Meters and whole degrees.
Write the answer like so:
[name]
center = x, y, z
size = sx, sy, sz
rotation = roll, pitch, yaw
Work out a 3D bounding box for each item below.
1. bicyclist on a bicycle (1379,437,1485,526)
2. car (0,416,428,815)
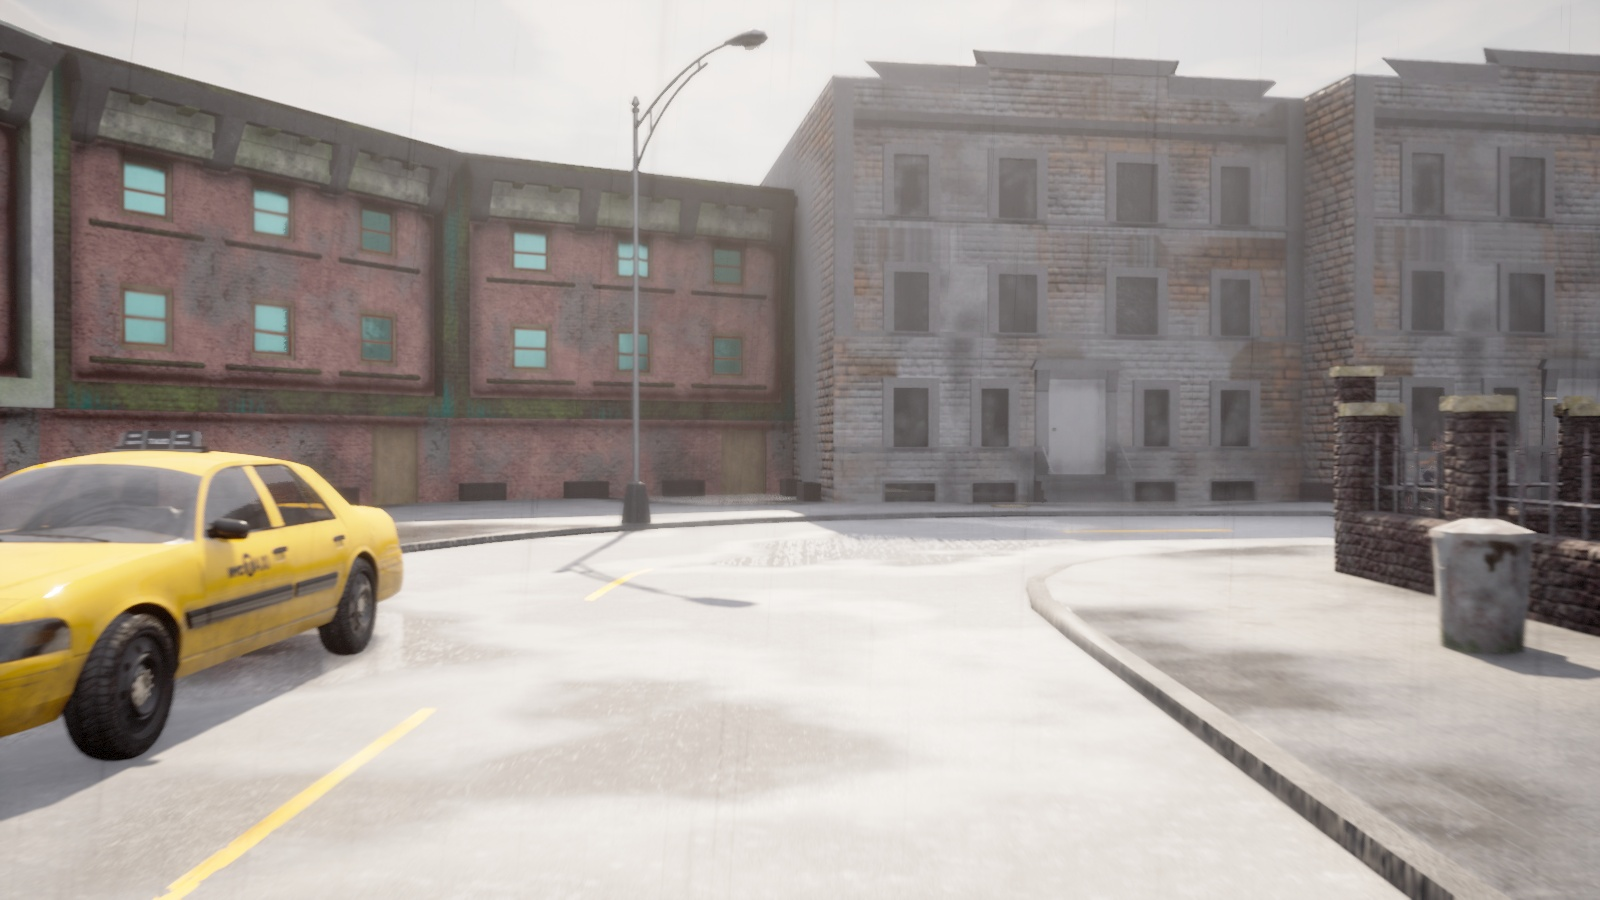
[bicyclist on a bicycle]
center = 11.631, 0.562, 23.158
size = 1.509, 1.612, 0.866
rotation = 0, 0, 0
[car]
center = -3.980, 0.639, 7.643
size = 1.801, 1.575, 5.366
rotation = 0, 0, 0
